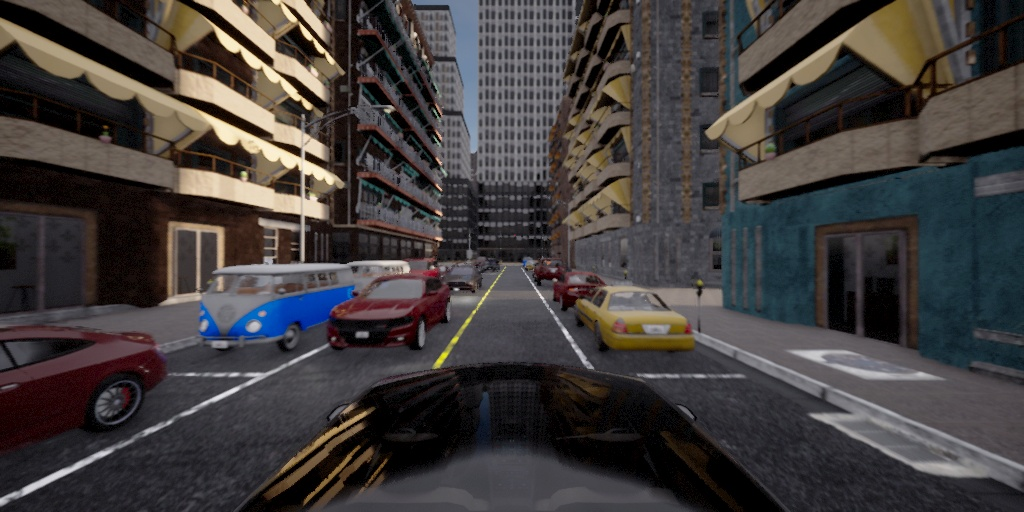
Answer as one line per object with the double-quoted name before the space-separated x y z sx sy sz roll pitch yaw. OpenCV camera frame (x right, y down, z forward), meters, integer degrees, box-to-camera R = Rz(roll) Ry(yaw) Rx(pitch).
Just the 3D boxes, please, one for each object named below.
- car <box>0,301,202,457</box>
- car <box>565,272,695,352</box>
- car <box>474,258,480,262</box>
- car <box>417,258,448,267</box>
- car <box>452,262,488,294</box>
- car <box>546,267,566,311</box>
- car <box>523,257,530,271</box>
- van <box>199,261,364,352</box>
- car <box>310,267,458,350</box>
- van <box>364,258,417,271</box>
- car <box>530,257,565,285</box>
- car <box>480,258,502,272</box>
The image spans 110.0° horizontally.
"car" -5.316 1.325 2.960 1.802 1.307 4.207 0 0 0
"car" 2.588 1.274 8.739 1.751 1.417 4.829 0 0 0
"car" -5.156 1.251 42.272 1.751 1.417 4.829 0 0 0
"car" -5.247 1.048 19.881 2.192 1.841 5.009 0 0 0
"car" -2.767 1.283 20.551 2.033 1.411 5.357 0 0 0
"car" 2.610 1.291 14.209 1.888 1.381 4.507 0 0 0
"car" 2.749 1.260 48.220 1.751 1.417 4.829 0 0 0
"van" -5.293 1.080 8.600 1.690 1.789 3.998 0 0 0
"car" -2.824 1.219 9.278 1.882 1.535 5.008 0 0 0
"van" -5.270 1.077 14.240 1.690 1.789 3.998 0 0 0
"car" 2.656 1.055 25.489 2.192 1.841 5.009 0 0 0
"car" -2.593 1.293 44.089 1.994 1.385 4.181 0 0 1
